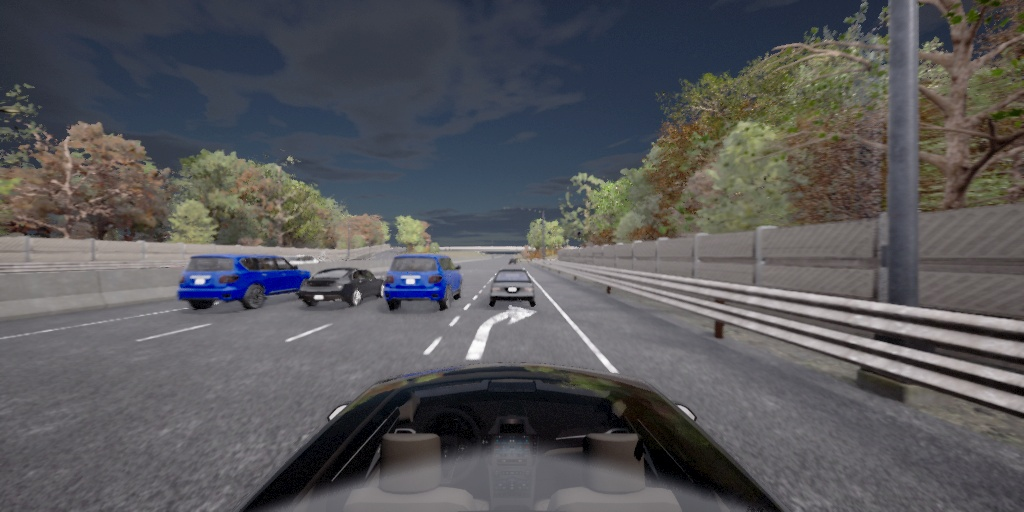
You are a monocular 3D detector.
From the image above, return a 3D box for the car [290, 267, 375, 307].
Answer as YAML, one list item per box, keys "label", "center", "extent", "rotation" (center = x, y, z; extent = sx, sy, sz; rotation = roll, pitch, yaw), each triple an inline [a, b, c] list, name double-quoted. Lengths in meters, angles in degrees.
- label: "car"
  center: [-6.887, 1.225, 15.209]
  extent: [1.837, 1.490, 4.892]
  rotation: [0, 0, 0]

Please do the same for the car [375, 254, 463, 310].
- label: "car"
  center: [-3.391, 0.944, 14.672]
  extent: [2.150, 2.045, 5.566]
  rotation: [0, 0, 0]

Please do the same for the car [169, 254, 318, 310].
- label: "car"
  center: [-10.391, 0.940, 14.628]
  extent: [2.150, 2.045, 5.566]
  rotation: [0, 0, 0]

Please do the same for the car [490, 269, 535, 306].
- label: "car"
  center: [0.013, 1.270, 15.658]
  extent: [2.033, 1.411, 5.357]
  rotation: [0, 0, 0]
